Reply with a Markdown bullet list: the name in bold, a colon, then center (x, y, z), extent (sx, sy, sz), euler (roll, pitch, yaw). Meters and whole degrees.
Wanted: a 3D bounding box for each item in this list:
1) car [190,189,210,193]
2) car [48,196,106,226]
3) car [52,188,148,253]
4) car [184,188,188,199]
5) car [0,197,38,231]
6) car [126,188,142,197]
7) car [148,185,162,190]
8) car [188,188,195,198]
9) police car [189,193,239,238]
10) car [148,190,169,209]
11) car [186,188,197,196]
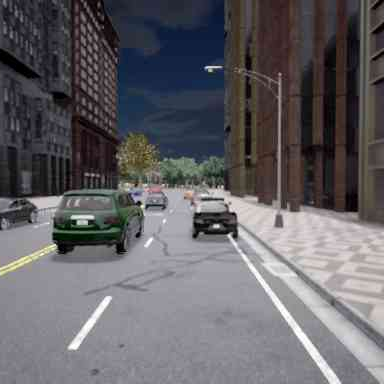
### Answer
- **car**: center (0.915, 0.830, 25.410), extent (1.801, 1.575, 5.366), euler (0, 1, 0)
- **car**: center (-6.645, 1.036, 19.837), extent (1.812, 1.442, 4.674), euler (0, 1, 0)
- **car**: center (-3.176, 0.917, 12.299), extent (2.150, 2.045, 5.566), euler (0, 1, 0)
- **car**: center (-0.121, 0.131, 49.655), extent (2.097, 1.767, 4.553), euler (0, 1, 0)
- **car**: center (-9.889, 1.073, 17.452), extent (1.837, 1.490, 4.892), euler (0, 1, 0)
- **car**: center (-9.952, 0.054, 57.856), extent (1.882, 1.535, 5.008), euler (0, 1, 0)
- **car**: center (-6.690, -0.271, 60.614), extent (2.150, 2.045, 5.566), euler (0, 1, 1)
- **car**: center (0.900, 0.585, 31.186), extent (2.097, 1.767, 4.553), euler (0, 1, 0)
- **police car**: center (0.941, 1.047, 15.332), extent (1.930, 1.638, 5.238), euler (0, 1, 0)
- **car**: center (-3.223, 0.784, 31.015), extent (2.033, 1.411, 5.357), euler (0, 1, 0)
- **car**: center (-0.162, -0.064, 65.561), extent (2.033, 1.411, 5.357), euler (0, 1, 0)
